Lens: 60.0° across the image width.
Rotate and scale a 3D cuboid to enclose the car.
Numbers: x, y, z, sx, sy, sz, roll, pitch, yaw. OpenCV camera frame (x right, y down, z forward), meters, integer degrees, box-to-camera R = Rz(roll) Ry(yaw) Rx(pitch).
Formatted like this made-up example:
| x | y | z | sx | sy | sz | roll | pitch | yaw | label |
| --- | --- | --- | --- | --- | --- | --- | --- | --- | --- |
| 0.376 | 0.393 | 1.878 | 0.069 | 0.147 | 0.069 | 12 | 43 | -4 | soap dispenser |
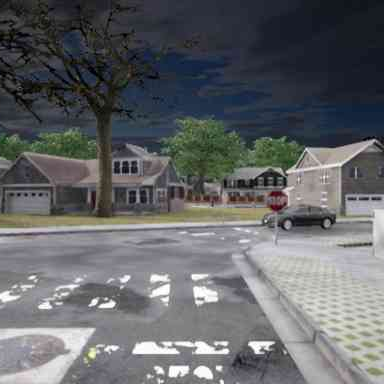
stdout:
| x | y | z | sx | sy | sz | roll | pitch | yaw | label |
| --- | --- | --- | --- | --- | --- | --- | --- | --- | --- |
| 6.708 | 1.549 | 20.849 | 4.892 | 1.490 | 1.837 | 0 | 0 | -20 | car |
